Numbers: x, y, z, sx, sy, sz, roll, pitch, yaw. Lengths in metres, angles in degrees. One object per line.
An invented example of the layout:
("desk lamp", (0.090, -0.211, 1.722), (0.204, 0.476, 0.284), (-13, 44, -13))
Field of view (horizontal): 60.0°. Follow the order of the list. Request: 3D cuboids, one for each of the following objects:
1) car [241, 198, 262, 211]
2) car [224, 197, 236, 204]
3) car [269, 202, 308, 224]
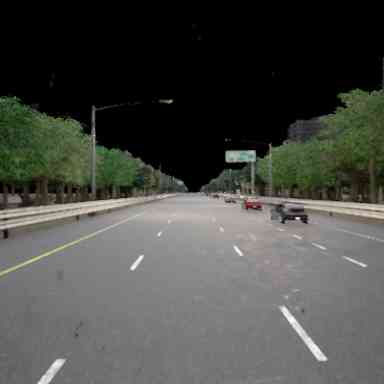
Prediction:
("car", (7.091, 1.491, 40.004), (1.882, 1.535, 5.008), (0, 0, 0))
("car", (7.229, 1.576, 64.118), (1.895, 1.301, 4.718), (0, 0, 0))
("car", (7.036, 1.505, 24.498), (1.837, 1.490, 4.892), (0, 0, 0))
